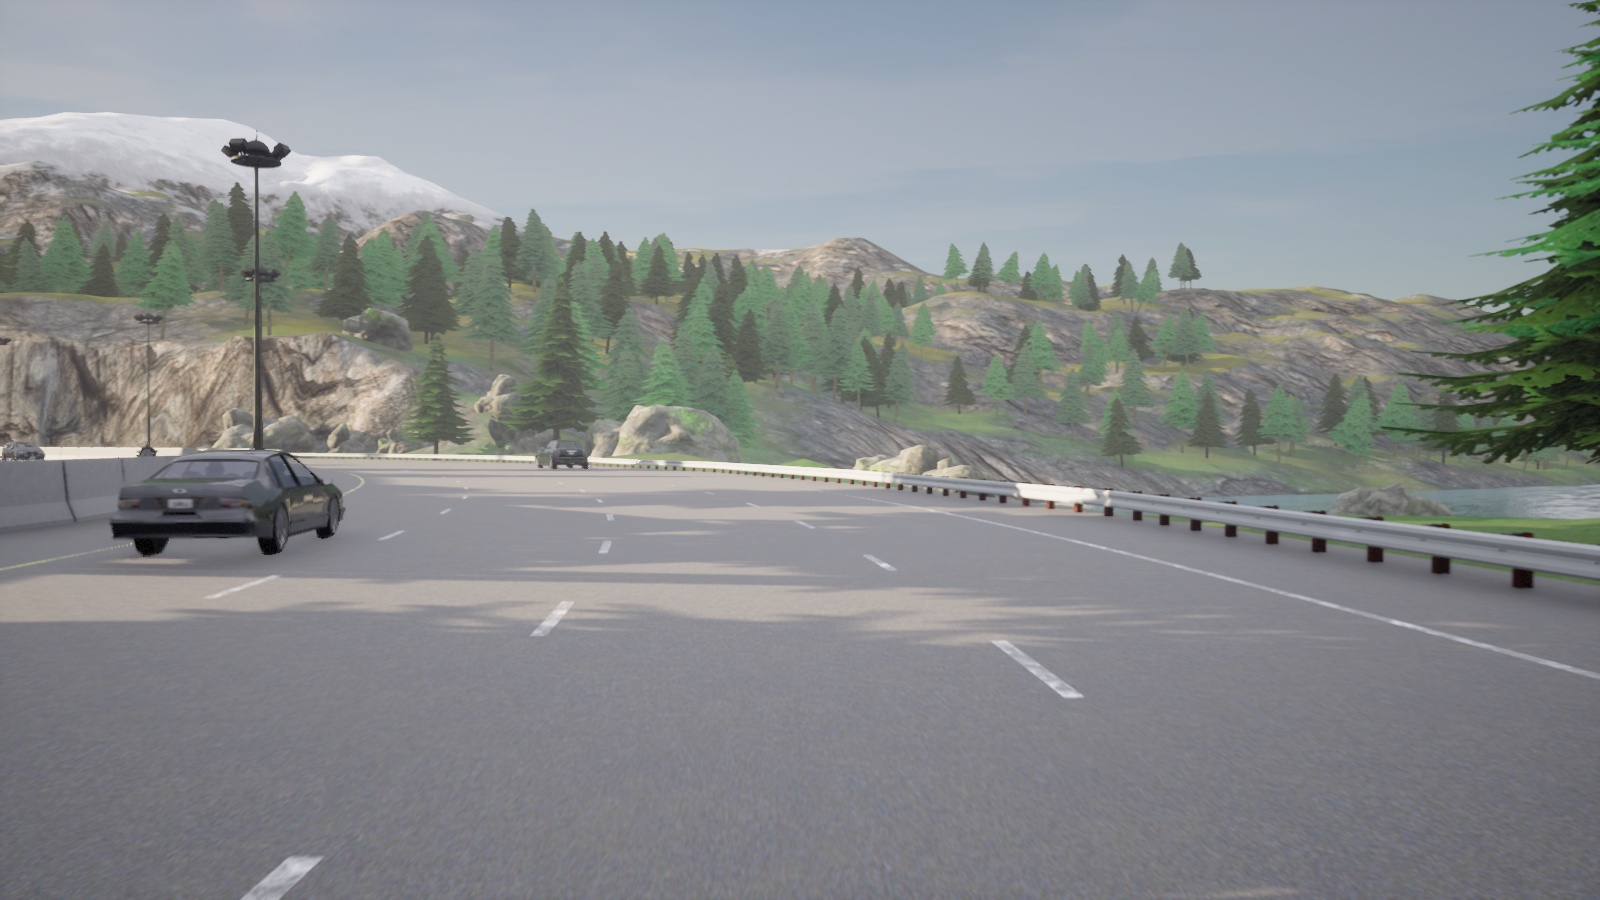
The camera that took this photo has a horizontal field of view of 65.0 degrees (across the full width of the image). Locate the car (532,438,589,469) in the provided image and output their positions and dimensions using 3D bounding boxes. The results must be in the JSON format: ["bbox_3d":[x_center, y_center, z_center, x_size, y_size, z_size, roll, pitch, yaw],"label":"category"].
[{"bbox_3d":[-13.930,0.187,72.928,2.097,1.767,4.553,0,0,-27],"label":"car"}]

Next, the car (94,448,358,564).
[{"bbox_3d":[-8.083,0.687,18.328,2.033,1.411,5.357,0,0,-8],"label":"car"}]
